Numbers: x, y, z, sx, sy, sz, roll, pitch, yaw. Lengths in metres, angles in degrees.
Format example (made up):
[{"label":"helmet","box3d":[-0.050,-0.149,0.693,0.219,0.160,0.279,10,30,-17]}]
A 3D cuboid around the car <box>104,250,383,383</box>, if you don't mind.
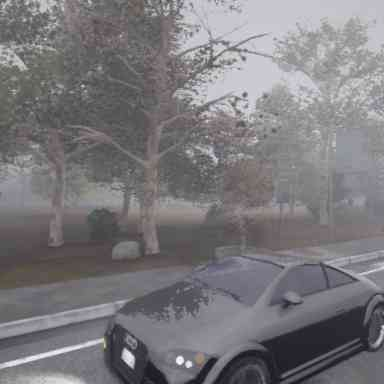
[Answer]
[{"label":"car","box3d":[0.954,1.587,4.674,4.181,1.385,1.994,1,0,-35]}]
